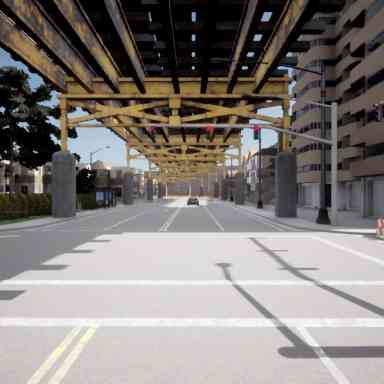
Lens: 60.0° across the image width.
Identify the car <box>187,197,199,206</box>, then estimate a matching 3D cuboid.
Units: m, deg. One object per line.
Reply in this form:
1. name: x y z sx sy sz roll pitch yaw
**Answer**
1. car: 0.178 1.563 56.250 1.994 1.385 4.181 0 0 0
